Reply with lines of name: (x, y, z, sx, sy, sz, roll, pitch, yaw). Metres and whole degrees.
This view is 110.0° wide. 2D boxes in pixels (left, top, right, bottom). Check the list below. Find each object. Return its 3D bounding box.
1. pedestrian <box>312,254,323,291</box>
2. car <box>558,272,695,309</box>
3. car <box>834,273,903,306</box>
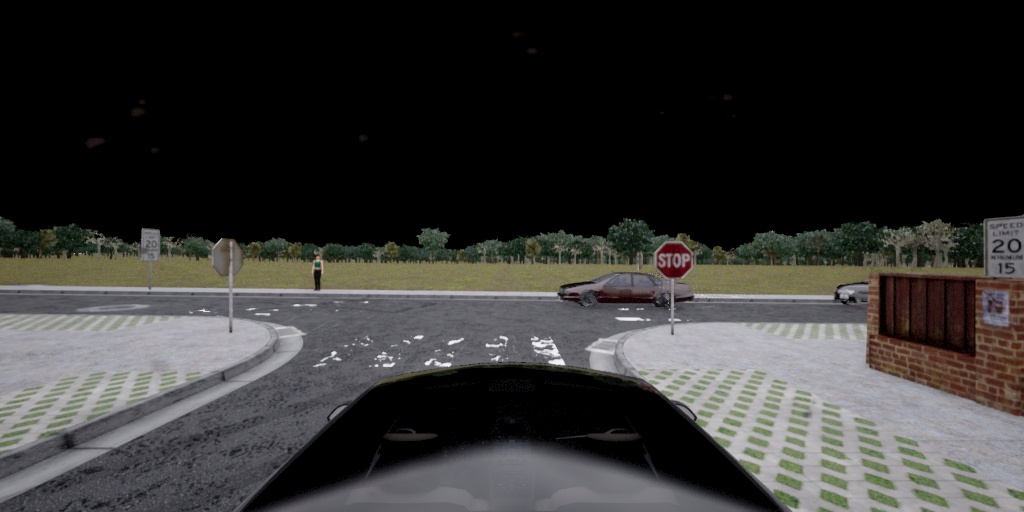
pedestrian: (-9.699, 0.813, 17.874, 0.375, 1.860, 0.375, 0, -1, 0)
car: (4.671, 1.381, 15.053, 5.357, 1.411, 2.033, 1, 0, 0)
car: (16.455, 1.467, 15.122, 4.902, 1.511, 2.128, 1, 0, 0)
